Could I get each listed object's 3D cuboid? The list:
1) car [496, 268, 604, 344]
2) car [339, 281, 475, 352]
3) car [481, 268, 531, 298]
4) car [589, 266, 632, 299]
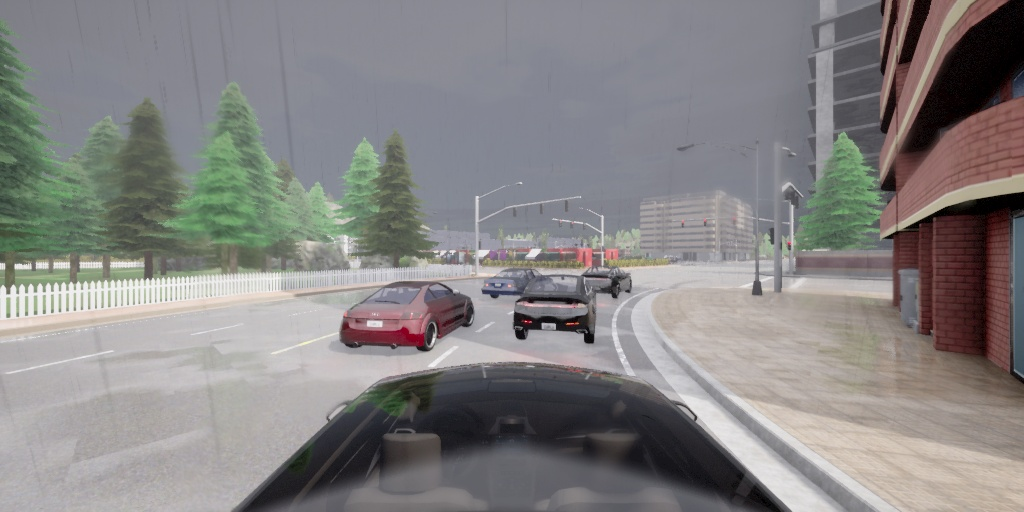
[{"bbox_3d":[1.343,1.242,9.758,2.128,1.511,4.902,0,0,14],"label":"car"},{"bbox_3d":[-2.367,1.314,9.086,1.994,1.385,4.181,0,0,10],"label":"car"},{"bbox_3d":[0.461,1.297,17.805,2.033,1.411,5.357,0,0,25],"label":"car"},{"bbox_3d":[4.834,1.236,18.319,2.128,1.511,4.902,1,1,29],"label":"car"}]
